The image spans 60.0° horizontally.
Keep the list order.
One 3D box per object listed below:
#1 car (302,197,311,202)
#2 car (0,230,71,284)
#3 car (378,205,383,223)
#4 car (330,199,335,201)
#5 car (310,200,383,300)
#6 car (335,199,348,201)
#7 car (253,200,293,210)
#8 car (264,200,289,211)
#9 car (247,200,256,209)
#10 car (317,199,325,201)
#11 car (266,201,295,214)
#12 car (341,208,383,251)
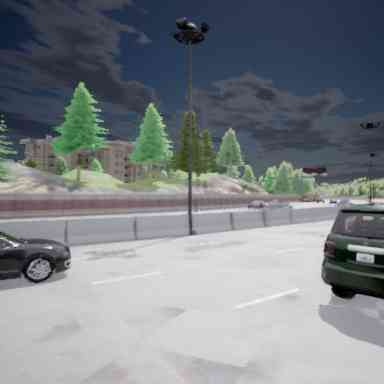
[{"bbox_3d":[30.443,2.116,88.131,2.097,1.767,4.553,0,-1,26],"label":"car"},{"bbox_3d":[-5.617,1.592,8.358,4.892,1.490,1.837,0,0,-35],"label":"car"},{"bbox_3d":[18.092,1.840,29.157,2.033,1.411,5.357,0,-1,42],"label":"car"},{"bbox_3d":[33.636,2.324,78.779,2.033,1.411,5.357,0,-1,26],"label":"car"},{"bbox_3d":[5.164,1.298,7.623,5.566,2.045,2.150,1,-1,-39],"label":"car"},{"bbox_3d":[27.149,2.088,58.942,1.837,1.490,4.892,0,0,32],"label":"car"},{"bbox_3d":[8.854,1.858,35.170,1.837,1.490,4.892,0,0,43],"label":"car"},{"bbox_3d":[12.891,1.986,50.625,1.882,1.535,5.008,0,-1,38],"label":"car"},{"bbox_3d":[10.616,2.062,53.427,1.812,1.442,4.674,0,-1,37],"label":"car"},{"bbox_3d":[33.189,2.398,85.784,1.895,1.301,4.718,0,-1,26],"label":"car"},{"bbox_3d":[11.633,1.942,43.532,1.837,1.490,4.892,0,0,40],"label":"car"},{"bbox_3d":[9.144,1.636,15.720,5.008,1.535,1.882,0,0,-41],"label":"car"}]
